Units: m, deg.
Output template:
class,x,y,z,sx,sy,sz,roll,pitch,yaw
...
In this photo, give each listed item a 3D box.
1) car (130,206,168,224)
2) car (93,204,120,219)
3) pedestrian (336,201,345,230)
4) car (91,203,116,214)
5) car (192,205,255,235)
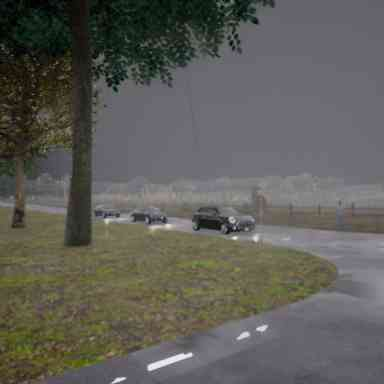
class,x,y,z,sx,sy,sz,roll,pitch,yaw
car,-3.938,2.013,29.908,1.837,1.490,4.892,-1,0,-35
car,-9.895,2.198,38.396,1.837,1.490,4.892,-1,0,-35
pedestrian,9.469,1.445,21.222,0.375,1.860,0.375,-3,2,-35
car,-12.675,2.359,47.456,1.994,1.385,4.181,-1,0,-35
car,1.938,1.672,21.544,2.097,1.767,4.553,-1,0,-35
